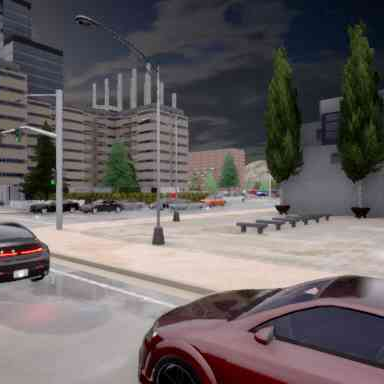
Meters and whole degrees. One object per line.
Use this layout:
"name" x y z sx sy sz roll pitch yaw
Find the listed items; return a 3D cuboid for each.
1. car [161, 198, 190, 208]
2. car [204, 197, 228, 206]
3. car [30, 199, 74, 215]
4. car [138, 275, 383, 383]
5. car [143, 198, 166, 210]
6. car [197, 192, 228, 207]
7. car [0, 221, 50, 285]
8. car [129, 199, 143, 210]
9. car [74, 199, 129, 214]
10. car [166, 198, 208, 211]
"car" -2.402 1.562 48.825 1.994 1.385 4.181 0 0 41
"car" 4.072 1.562 56.426 1.994 1.385 4.181 0 0 41
"car" -14.302 1.476 34.783 1.882 1.535 5.008 0 0 40
"car" 1.446 1.564 3.208 4.181 1.385 1.994 0 0 37
"car" -3.365 1.490 42.281 2.128 1.511 4.902 0 0 40
"car" 3.035 1.351 49.817 2.097 1.767 4.553 0 0 40
"car" -5.535 1.504 8.714 4.892 1.490 1.837 0 0 40
"car" -8.268 1.599 41.909 1.895 1.301 4.718 0 0 40
"car" -9.446 1.503 35.102 1.837 1.490 4.892 0 0 40
"car" -0.534 1.599 39.901 1.895 1.301 4.718 0 0 40
